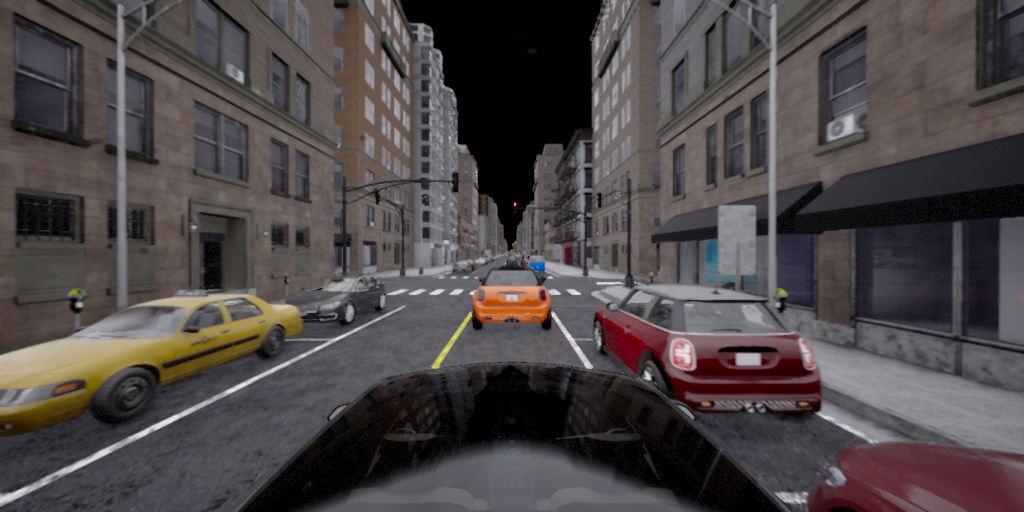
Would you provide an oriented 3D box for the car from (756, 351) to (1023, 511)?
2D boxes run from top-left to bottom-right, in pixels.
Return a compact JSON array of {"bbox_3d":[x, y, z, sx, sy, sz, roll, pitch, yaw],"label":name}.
[{"bbox_3d":[2.638,1.339,0.427,1.802,1.307,4.207,0,0,0],"label":"car"}]

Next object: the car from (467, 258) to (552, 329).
[{"bbox_3d":[0.013,1.052,11.158,2.097,1.767,4.553,0,0,0],"label":"car"}]

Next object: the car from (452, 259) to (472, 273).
[{"bbox_3d":[-5.381,1.102,38.538,2.007,1.370,4.403,0,0,0],"label":"car"}]

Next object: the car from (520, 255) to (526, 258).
[{"bbox_3d":[2.648,1.007,61.271,1.802,1.307,4.207,0,0,0],"label":"car"}]

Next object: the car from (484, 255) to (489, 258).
[{"bbox_3d":[-5.377,0.950,61.096,1.751,1.417,4.829,0,0,0],"label":"car"}]

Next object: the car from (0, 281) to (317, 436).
[{"bbox_3d":[-5.386,1.253,5.769,1.751,1.417,4.829,0,0,0],"label":"car"}]

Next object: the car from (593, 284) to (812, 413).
[{"bbox_3d":[2.639,1.167,5.946,1.967,1.591,4.097,0,0,0],"label":"car"}]

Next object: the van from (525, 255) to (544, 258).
[{"bbox_3d":[2.645,0.892,38.546,1.690,1.789,3.998,0,0,0],"label":"van"}]

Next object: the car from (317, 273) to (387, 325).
[{"bbox_3d":[-5.385,1.248,11.457,2.007,1.370,4.403,0,0,0],"label":"car"}]

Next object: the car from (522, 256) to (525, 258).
[{"bbox_3d":[2.646,1.072,49.908,1.802,1.307,4.207,0,0,0],"label":"car"}]
